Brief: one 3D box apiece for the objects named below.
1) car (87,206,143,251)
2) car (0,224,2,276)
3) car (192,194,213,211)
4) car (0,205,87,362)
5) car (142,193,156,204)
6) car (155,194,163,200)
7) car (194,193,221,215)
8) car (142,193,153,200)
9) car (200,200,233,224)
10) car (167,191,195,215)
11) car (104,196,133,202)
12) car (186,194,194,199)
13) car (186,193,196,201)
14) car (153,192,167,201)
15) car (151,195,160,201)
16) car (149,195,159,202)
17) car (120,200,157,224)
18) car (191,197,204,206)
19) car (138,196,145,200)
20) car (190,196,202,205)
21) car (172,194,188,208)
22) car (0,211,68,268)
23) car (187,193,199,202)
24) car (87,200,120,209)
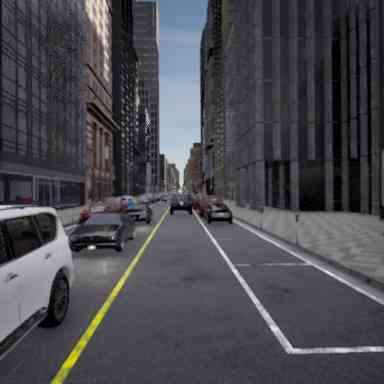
[{"bbox_3d":[-3.578,1.552,14.299,2.033,1.411,5.357,0,0,-2],"label":"car"},{"bbox_3d":[-6.059,1.581,6.830,1.887,1.381,4.507,0,0,-2],"label":"car"},{"bbox_3d":[1.232,1.214,40.864,2.192,1.841,5.009,0,0,-2],"label":"car"},{"bbox_3d":[-3.210,1.241,4.060,2.150,2.045,5.566,0,0,-2],"label":"car"},{"bbox_3d":[-8.108,1.204,63.041,2.192,1.841,5.009,0,0,-2],"label":"car"},{"bbox_3d":[-9.134,1.327,91.146,1.887,1.381,4.507,0,0,-2],"label":"car"},{"bbox_3d":[1.641,1.245,29.623,2.192,1.841,5.009,0,0,-2],"label":"car"},{"bbox_3d":[-7.698,1.369,51.800,1.967,1.590,4.097,0,0,-2],"label":"car"},{"bbox_3d":[1.845,1.508,24.002,1.947,1.339,4.313,0,0,-2],"label":"car"},{"bbox_3d":[-1.142,1.162,33.550,2.150,2.045,5.566,0,0,-4],"label":"car"},{"bbox_3d":[-6.879,1.310,29.315,2.192,1.841,5.009,0,0,-2],"label":"car"},{"bbox_3d":[-0.613,1.268,91.452,2.008,1.369,4.403,0,0,-2],"label":"car"},{"bbox_3d":[-0.203,1.076,80.210,2.192,1.841,5.009,0,0,-2],"label":"car"},{"bbox_3d":[-4.884,1.153,52.751,1.895,1.301,4.718,0,0,-2],"label":"car"},{"bbox_3d":[-8.717,1.353,79.735,1.752,1.417,4.829,0,0,-2],"label":"car"},{"bbox_3d":[-8.518,1.393,74.283,1.887,1.381,4.507,0,0,-2],"label":"car"},{"bbox_3d":[-3.929,1.549,24.347,1.994,1.385,4.181,0,0,-1],"label":"car"},{"bbox_3d":[0.821,1.445,52.107,1.802,1.307,4.206,0,0,-2],"label":"car"},{"bbox_3d":[-7.289,1.516,40.558,2.008,1.369,4.403,0,0,-2],"label":"car"},{"bbox_3d":[0.616,1.388,57.728,1.887,1.381,4.507,0,0,-2],"label":"car"},{"bbox_3d":[-1.641,1.251,47.041,2.097,1.767,4.553,0,0,-2],"label":"car"},{"bbox_3d":[-6.259,1.554,12.281,1.752,1.417,4.829,0,0,-2],"label":"car"},{"bbox_3d":[0.207,1.119,68.968,2.192,1.841,5.009,0,0,-2],"label":"car"},{"bbox_3d":[-6.674,1.553,23.693,1.887,1.381,4.507,0,0,-2],"label":"car"}]
